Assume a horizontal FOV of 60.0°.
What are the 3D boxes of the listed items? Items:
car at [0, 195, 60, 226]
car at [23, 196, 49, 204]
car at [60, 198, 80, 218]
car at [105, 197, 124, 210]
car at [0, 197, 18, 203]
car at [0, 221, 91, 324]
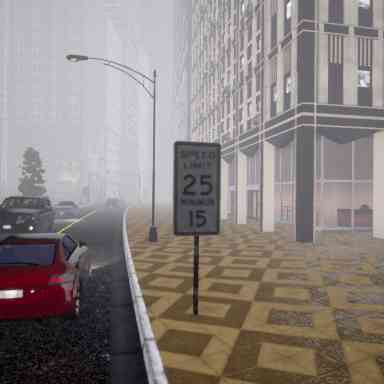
[{"bbox_3d":[-8.753,1.200,17.479,2.150,2.045,5.566,1,0,-12],"label":"car"},{"bbox_3d":[-32.389,1.658,69.197,4.403,1.369,2.008,0,1,1],"label":"car"},{"bbox_3d":[-11.221,1.512,29.825,1.812,1.442,4.674,1,0,-10],"label":"car"},{"bbox_3d":[-10.493,1.530,44.206,1.837,1.490,4.892,1,0,-9],"label":"car"},{"bbox_3d":[-43.422,1.815,77.861,4.313,1.339,1.947,0,1,1],"label":"car"},{"bbox_3d":[-3.290,1.568,7.152,1.994,1.385,4.181,1,0,-13],"label":"car"}]
